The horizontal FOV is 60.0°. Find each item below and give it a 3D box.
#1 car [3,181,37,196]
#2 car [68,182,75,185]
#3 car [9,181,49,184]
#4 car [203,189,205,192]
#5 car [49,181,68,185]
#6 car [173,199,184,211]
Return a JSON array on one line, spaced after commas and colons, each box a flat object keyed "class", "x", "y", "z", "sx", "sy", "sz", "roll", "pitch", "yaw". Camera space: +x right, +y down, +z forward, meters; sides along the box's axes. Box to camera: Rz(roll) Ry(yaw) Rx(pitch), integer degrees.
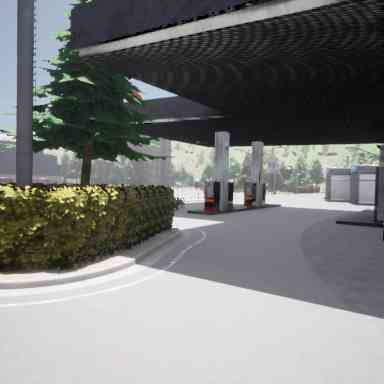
[{"class": "car", "x": -21.902, "y": -0.472, "z": 42.394, "sx": 4.605, "sy": 1.855, "sz": 1.932, "roll": 2, "pitch": 2, "yaw": 35}, {"class": "car", "x": -25.645, "y": -1.289, "z": 68.024, "sx": 4.605, "sy": 1.855, "sz": 1.932, "roll": 2, "pitch": 2, "yaw": 35}, {"class": "car", "x": -17.351, "y": -0.184, "z": 35.189, "sx": 3.866, "sy": 1.878, "sz": 1.905, "roll": 2, "pitch": 2, "yaw": 35}, {"class": "car", "x": 4.686, "y": -0.310, "z": 65.637, "sx": 5.027, "sy": 1.636, "sz": 2.152, "roll": 2, "pitch": 2, "yaw": 35}, {"class": "car", "x": -26.976, "y": -1.264, "z": 65.408, "sx": 3.866, "sy": 1.878, "sz": 1.905, "roll": 2, "pitch": 2, "yaw": 35}, {"class": "car", "x": -2.575, "y": 0.812, "z": 26.875, "sx": 1.837, "sy": 1.490, "sz": 4.892, "roll": 2, "pitch": 2, "yaw": 35}]
